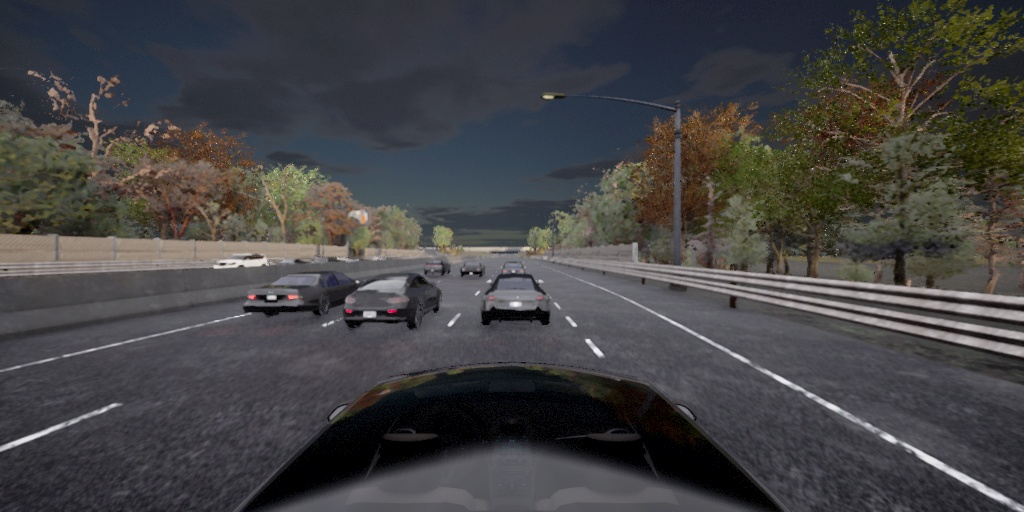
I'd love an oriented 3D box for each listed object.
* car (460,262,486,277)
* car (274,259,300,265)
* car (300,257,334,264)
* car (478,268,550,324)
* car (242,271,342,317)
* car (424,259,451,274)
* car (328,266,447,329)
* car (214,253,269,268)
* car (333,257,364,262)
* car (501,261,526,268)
[{"bbox_3d":[-3.398,1.156,32.103,1.895,1.301,4.718,0,0,0],"label":"car"},{"bbox_3d":[-24.585,1.037,39.902,1.812,1.442,4.674,0,0,0],"label":"car"},{"bbox_3d":[-21.084,0.861,40.093,2.097,1.767,4.553,0,0,0],"label":"car"},{"bbox_3d":[0.101,1.247,11.605,1.994,1.385,4.181,0,0,0],"label":"car"},{"bbox_3d":[-6.899,1.223,12.802,2.033,1.411,5.357,0,0,0],"label":"car"},{"bbox_3d":[-6.897,1.038,33.559,2.128,1.511,4.902,0,0,0],"label":"car"},{"bbox_3d":[-3.398,1.214,10.862,1.812,1.442,4.674,0,0,0],"label":"car"},{"bbox_3d":[-28.085,0.748,37.474,2.150,2.045,5.566,0,0,0],"label":"car"},{"bbox_3d":[-17.588,1.036,39.937,1.812,1.442,4.674,0,0,0],"label":"car"},{"bbox_3d":[0.102,1.128,27.815,2.033,1.411,5.357,0,0,0],"label":"car"}]
